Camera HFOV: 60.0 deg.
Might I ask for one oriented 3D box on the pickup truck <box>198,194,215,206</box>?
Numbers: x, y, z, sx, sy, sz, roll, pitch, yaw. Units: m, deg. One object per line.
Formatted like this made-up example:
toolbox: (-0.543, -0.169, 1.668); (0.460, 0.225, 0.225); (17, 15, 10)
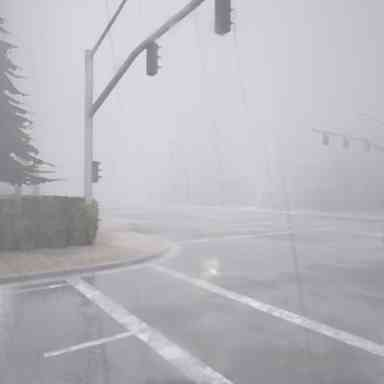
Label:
pickup truck: (2.534, 1.326, 59.111); (2.390, 2.098, 6.274); (0, 0, -6)
